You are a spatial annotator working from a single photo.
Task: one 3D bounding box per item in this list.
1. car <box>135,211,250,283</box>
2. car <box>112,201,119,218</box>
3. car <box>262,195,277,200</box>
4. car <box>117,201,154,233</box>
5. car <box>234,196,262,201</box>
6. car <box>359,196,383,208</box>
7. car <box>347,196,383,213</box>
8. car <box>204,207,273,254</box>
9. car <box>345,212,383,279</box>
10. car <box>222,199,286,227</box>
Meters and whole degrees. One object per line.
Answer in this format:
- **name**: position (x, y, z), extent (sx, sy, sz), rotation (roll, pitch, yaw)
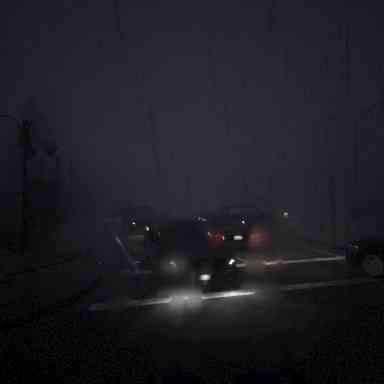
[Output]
- **car**: position (-0.370, 1.543, 10.116), extent (2.033, 1.411, 5.357), rotation (0, 0, -15)
- **car**: position (-6.269, 1.515, 30.101), extent (2.033, 1.411, 5.357), rotation (0, 0, -17)
- **car**: position (10.335, 1.277, 47.123), extent (2.152, 1.636, 5.027), rotation (0, 0, -17)
- **car**: position (-3.106, 1.529, 19.950), extent (2.033, 1.411, 5.357), rotation (0, 0, -17)
- **car**: position (7.347, 1.287, 46.166), extent (2.007, 1.523, 4.514), rotation (0, 0, -17)
- **car**: position (23.893, 1.273, 43.200), extent (1.845, 1.501, 3.633), rotation (0, 0, -17)
- **car**: position (15.588, 1.356, 29.211), extent (1.970, 1.475, 3.806), rotation (0, 0, -17)
- **car**: position (1.349, 1.538, 13.396), extent (2.033, 1.411, 5.357), rotation (0, 0, -4)
- **car**: position (6.532, 1.475, 8.247), extent (5.008, 1.535, 1.882), rotation (0, 0, 39)
- **car**: position (2.846, 1.467, 19.897), extent (5.357, 1.411, 2.033), rotation (-3, 1, -15)
